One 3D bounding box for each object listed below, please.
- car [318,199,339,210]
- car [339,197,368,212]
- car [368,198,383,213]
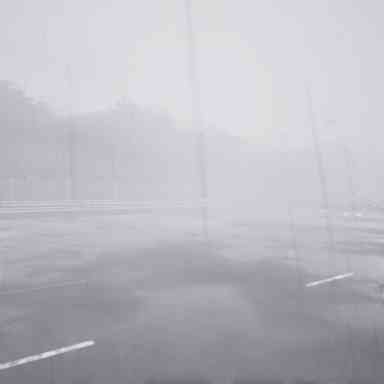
[{"bbox_3d":[18.215,1.631,43.195,4.181,1.385,1.994,0,0,-37],"label":"car"},{"bbox_3d":[20.475,1.439,40.510,4.553,1.767,2.097,0,0,-37],"label":"car"},{"bbox_3d":[22.298,1.456,37.501,4.553,1.767,2.097,0,0,-37],"label":"car"}]
